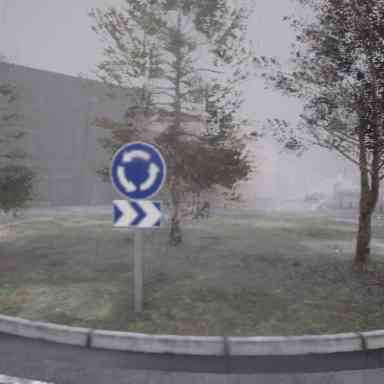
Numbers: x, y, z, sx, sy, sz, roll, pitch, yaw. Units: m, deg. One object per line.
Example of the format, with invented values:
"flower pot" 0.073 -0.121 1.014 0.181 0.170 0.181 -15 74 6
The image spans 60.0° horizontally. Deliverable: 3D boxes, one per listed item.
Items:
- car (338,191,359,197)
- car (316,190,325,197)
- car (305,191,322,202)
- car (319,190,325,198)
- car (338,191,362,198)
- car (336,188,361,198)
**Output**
"car" 39.327 0.541 83.583 4.674 1.452 2.002 2 1 23
"car" 30.550 0.360 79.064 1.812 1.442 4.674 2 1 24
"car" 19.376 0.864 53.659 1.895 1.301 4.718 2 1 24
"car" 25.601 0.671 67.865 2.033 1.411 5.357 2 1 24
"car" 37.100 0.557 78.389 5.008 1.535 2.097 2 1 23
"car" 34.859 0.357 73.198 5.566 2.045 2.435 2 1 23
